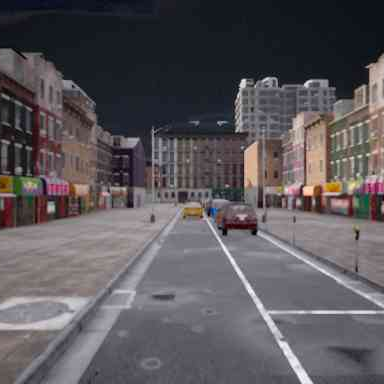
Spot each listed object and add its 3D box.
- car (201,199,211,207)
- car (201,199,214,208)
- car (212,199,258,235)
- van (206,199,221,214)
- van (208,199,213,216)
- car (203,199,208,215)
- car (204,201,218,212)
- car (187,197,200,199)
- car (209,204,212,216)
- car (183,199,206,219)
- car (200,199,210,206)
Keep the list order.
[{"bbox_3d":[2.659,2.131,63.906,1.752,1.417,4.829,0,-1,0],"label":"car"},{"bbox_3d":[2.657,1.993,58.261,1.967,1.590,4.097,0,-1,0],"label":"car"},{"bbox_3d":[2.642,1.504,19.936,2.192,1.841,5.009,0,-1,0],"label":"car"},{"bbox_3d":[2.650,1.738,41.836,1.690,1.788,3.998,0,-1,0],"label":"van"},{"bbox_3d":[2.646,1.634,30.886,1.690,1.788,3.998,0,-1,0],"label":"van"},{"bbox_3d":[2.648,1.660,36.361,2.192,1.841,5.009,0,-1,0],"label":"car"},{"bbox_3d":[2.653,1.976,47.480,1.752,1.417,4.829,0,-1,0],"label":"car"},{"bbox_3d":[0.128,1.636,43.608,2.150,2.045,5.566,0,-1,-2],"label":"car"},{"bbox_3d":[2.645,1.792,25.409,2.008,1.369,4.403,0,-1,0],"label":"car"},{"bbox_3d":[0.106,1.794,33.279,1.882,1.535,5.008,0,-1,0],"label":"car"},{"bbox_3d":[2.661,2.207,69.211,2.008,1.369,4.403,0,-1,0],"label":"car"}]
